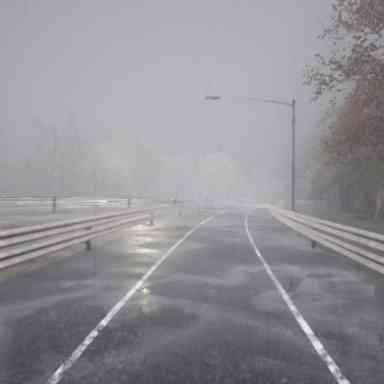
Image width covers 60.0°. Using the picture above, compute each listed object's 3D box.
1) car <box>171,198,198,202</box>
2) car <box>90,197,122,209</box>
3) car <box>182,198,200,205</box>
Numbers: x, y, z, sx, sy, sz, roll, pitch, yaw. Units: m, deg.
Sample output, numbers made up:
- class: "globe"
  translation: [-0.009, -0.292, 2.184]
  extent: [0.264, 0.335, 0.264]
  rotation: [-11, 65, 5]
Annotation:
- class: "car"
  translation: [-1.285, 1.810, 60.407]
  extent: [1.812, 1.442, 4.674]
  rotation: [0, -1, 29]
- class: "car"
  translation: [-10.993, 1.347, 42.886]
  extent: [1.812, 1.442, 4.674]
  rotation: [0, -1, 29]
- class: "car"
  translation: [-0.206, 2.038, 69.632]
  extent: [1.994, 1.385, 4.181]
  rotation: [0, -1, 29]
